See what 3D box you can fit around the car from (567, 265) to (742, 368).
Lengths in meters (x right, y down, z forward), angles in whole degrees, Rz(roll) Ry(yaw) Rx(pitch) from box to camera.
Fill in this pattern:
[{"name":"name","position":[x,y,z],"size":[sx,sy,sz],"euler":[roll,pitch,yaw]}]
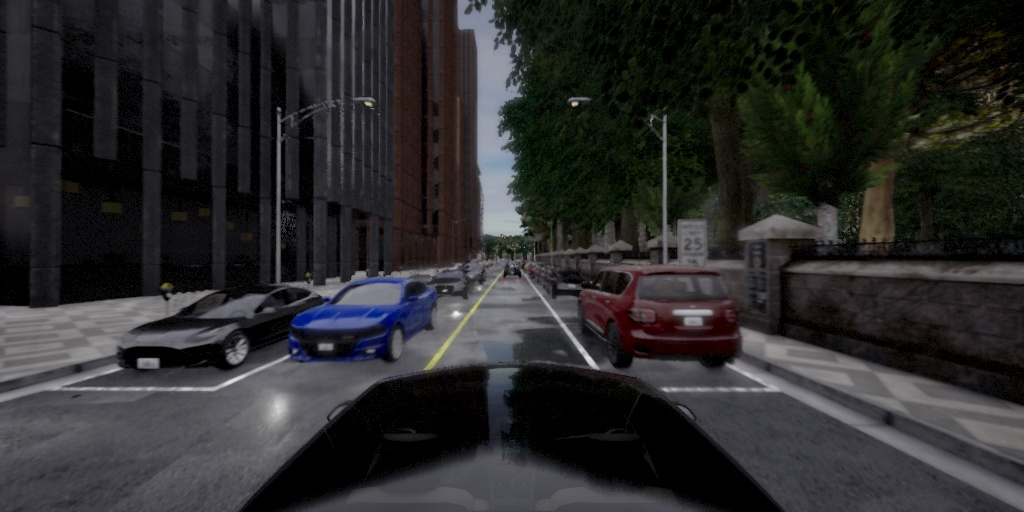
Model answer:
[{"name":"car","position":[2.769,1.095,7.855],"size":[2.192,1.841,5.009],"euler":[0,0,0]}]

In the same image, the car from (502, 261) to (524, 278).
[{"name":"car","position":[0.041,1.501,37.978],"size":[1.812,1.442,4.674],"euler":[0,0,0]}]

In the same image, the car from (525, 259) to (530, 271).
[{"name":"car","position":[2.806,1.433,40.593],"size":[1.967,1.591,4.097],"euler":[0,0,0]}]

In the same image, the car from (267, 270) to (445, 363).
[{"name":"car","position":[-3.084,1.260,8.472],"size":[1.882,1.535,5.008],"euler":[0,0,0]}]

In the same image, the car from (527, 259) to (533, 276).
[{"name":"car","position":[2.800,1.397,35.136],"size":[1.967,1.591,4.097],"euler":[0,0,0]}]

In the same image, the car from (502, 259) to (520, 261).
[{"name":"car","position":[0.075,1.403,49.757],"size":[2.097,1.767,4.553],"euler":[0,0,1]}]

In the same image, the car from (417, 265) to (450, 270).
[{"name":"car","position":[-5.738,1.433,24.226],"size":[2.007,1.370,4.403],"euler":[0,0,0]}]

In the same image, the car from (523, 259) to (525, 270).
[{"name":"car","position":[2.825,1.627,57.132],"size":[1.751,1.417,4.829],"euler":[0,0,0]}]

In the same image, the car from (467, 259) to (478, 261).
[{"name":"car","position":[-5.707,1.376,51.510],"size":[2.192,1.841,5.009],"euler":[0,0,0]}]

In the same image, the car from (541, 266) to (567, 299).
[{"name":"car","position":[2.781,1.417,18.767],"size":[1.948,1.339,4.313],"euler":[0,0,0]}]

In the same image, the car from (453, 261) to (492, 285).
[{"name":"car","position":[-3.054,1.403,28.481],"size":[2.128,1.511,4.902],"euler":[0,0,0]}]

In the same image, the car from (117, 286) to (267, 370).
[{"name":"car","position":[-5.756,1.343,7.855],"size":[1.948,1.339,4.313],"euler":[0,0,0]}]

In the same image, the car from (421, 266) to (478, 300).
[{"name":"car","position":[-3.073,1.410,18.436],"size":[1.994,1.385,4.181],"euler":[0,0,0]}]

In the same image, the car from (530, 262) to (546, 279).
[{"name":"car","position":[2.794,1.472,29.680],"size":[2.007,1.370,4.403],"euler":[0,0,0]}]

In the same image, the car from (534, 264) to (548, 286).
[{"name":"car","position":[2.787,1.437,24.223],"size":[2.007,1.370,4.403],"euler":[0,0,0]}]
